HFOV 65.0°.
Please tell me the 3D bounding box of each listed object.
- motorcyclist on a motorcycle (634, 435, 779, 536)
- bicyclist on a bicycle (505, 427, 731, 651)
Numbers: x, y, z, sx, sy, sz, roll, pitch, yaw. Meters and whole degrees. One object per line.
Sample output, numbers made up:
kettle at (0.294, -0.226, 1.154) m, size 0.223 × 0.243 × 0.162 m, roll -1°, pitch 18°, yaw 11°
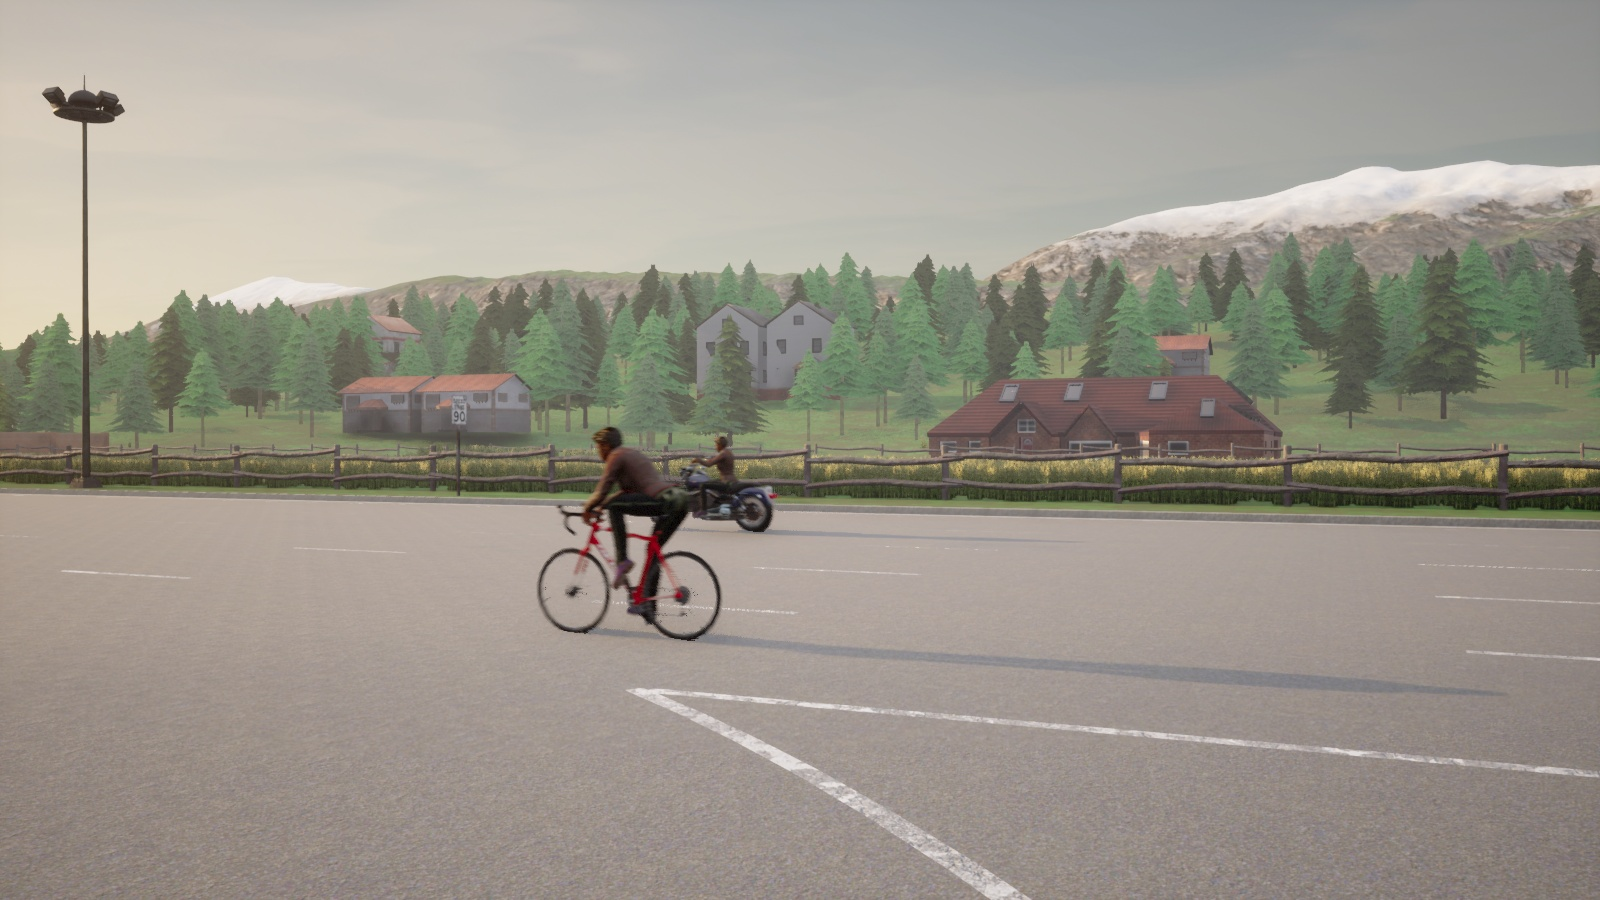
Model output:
motorcyclist on a motorcycle at (-1.587, 0.576, 21.197) m, size 2.350 × 1.649 × 0.766 m, roll 0°, pitch 0°, yaw 23°
bicyclist on a bicycle at (-1.407, 0.643, 9.689) m, size 1.656 × 1.620 × 0.582 m, roll 0°, pitch 0°, yaw 23°
